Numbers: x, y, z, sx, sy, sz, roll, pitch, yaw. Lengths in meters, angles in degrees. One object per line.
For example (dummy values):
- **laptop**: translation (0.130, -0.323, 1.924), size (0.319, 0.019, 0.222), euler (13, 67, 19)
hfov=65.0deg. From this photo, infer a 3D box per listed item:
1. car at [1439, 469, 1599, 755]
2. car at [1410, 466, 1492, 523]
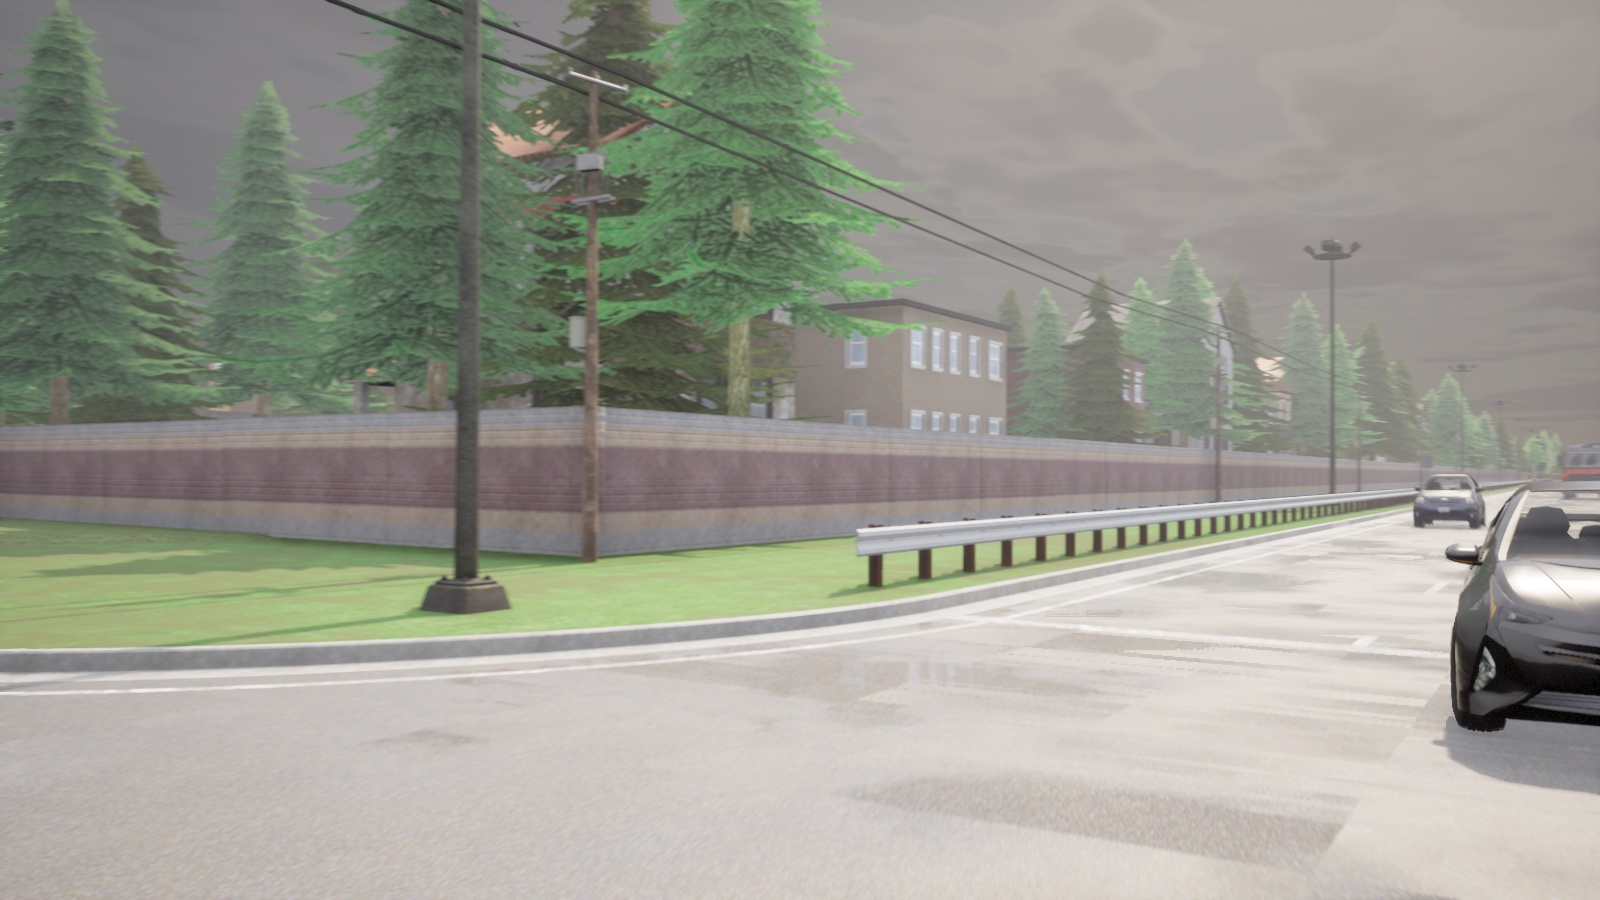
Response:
- **car**: translation (5.560, 0.894, 8.566), size (2.007, 1.525, 4.514), euler (-1, -1, 28)
- **car**: translation (19.664, 1.308, 37.834), size (1.851, 1.617, 3.988), euler (-1, -1, 32)
